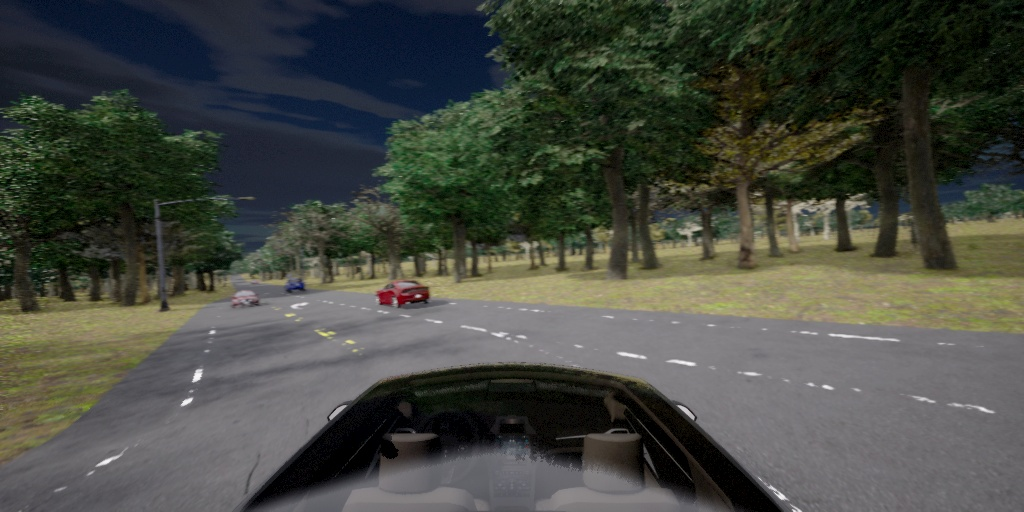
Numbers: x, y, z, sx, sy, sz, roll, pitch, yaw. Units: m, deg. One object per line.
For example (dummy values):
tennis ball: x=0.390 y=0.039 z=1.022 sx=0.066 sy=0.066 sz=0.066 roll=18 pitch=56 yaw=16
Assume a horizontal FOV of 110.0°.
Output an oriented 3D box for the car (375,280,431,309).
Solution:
car: x=-6.638 y=2.199 z=21.492 sx=1.882 sy=1.535 sz=5.008 roll=-4 pitch=-1 yaw=-38

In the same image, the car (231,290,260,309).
car: x=-23.937 y=3.842 z=32.163 sx=1.812 sy=1.442 sz=4.674 roll=-4 pitch=-1 yaw=-38
